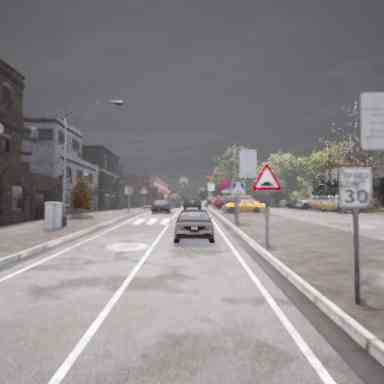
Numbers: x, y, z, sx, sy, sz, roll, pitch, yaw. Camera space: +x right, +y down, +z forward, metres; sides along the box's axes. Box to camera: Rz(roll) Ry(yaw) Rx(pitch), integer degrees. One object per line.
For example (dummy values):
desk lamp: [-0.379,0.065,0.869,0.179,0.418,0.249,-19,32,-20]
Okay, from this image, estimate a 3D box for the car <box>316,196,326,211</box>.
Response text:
car: [18.707,1.648,41.294,5.366,1.575,1.946,0,-1,0]

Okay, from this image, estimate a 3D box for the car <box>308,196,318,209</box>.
car: [18.686,1.701,43.955,5.366,1.575,1.946,0,-1,0]

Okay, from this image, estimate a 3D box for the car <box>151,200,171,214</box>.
car: [-3.376,1.573,36.769,1.882,1.535,5.008,0,-1,0]

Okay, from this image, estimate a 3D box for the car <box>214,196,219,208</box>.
car: [6.194,1.627,51.197,5.566,2.045,2.435,0,-1,-1]

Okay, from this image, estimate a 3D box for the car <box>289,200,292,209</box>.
car: [18.412,1.921,52.459,4.892,1.521,2.231,0,-2,-1]

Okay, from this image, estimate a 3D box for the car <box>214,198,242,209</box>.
car: [6.121,1.934,57.143,4.553,1.767,2.185,0,-2,-1]

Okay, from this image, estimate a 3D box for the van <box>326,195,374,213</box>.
van: [18.428,1.377,38.502,4.442,1.987,1.878,0,-1,0]

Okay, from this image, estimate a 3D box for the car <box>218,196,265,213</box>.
car: [6.087,1.606,39.046,5.366,1.575,1.946,0,-1,0]

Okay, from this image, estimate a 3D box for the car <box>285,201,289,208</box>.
car: [18.356,1.749,55.134,5.566,2.045,2.435,0,-2,-1]

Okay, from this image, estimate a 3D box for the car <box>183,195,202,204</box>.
car: [0.042,1.418,42.466,2.150,2.045,5.566,0,-1,-1]

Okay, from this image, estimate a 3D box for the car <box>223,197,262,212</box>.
car: [6.279,1.535,41.967,4.553,1.767,2.185,0,-1,0]

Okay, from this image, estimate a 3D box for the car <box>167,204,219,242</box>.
car: [0.097,1.553,16.349,2.033,1.411,5.357,0,0,0]

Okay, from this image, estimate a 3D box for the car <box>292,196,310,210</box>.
car: [18.425,1.587,49.674,5.566,2.045,2.435,0,-2,-1]
